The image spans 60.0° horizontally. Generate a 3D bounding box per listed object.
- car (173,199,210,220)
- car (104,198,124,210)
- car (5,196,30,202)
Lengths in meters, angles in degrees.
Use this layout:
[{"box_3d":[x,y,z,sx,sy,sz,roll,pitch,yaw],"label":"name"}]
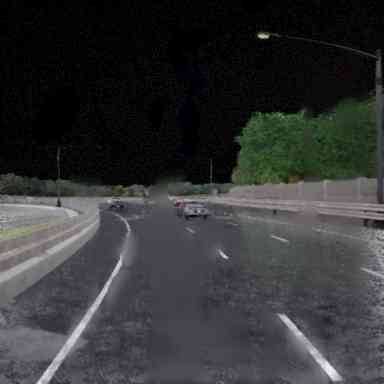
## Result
[{"box_3d":[-0.148,1.545,27.837,2.033,1.411,5.357,-1,0,-16],"label":"car"},{"box_3d":[-10.679,1.631,45.381,1.837,1.490,4.892,0,0,-26],"label":"car"},{"box_3d":[-44.237,2.065,84.183,5.357,1.411,2.033,-1,0,32],"label":"car"}]
